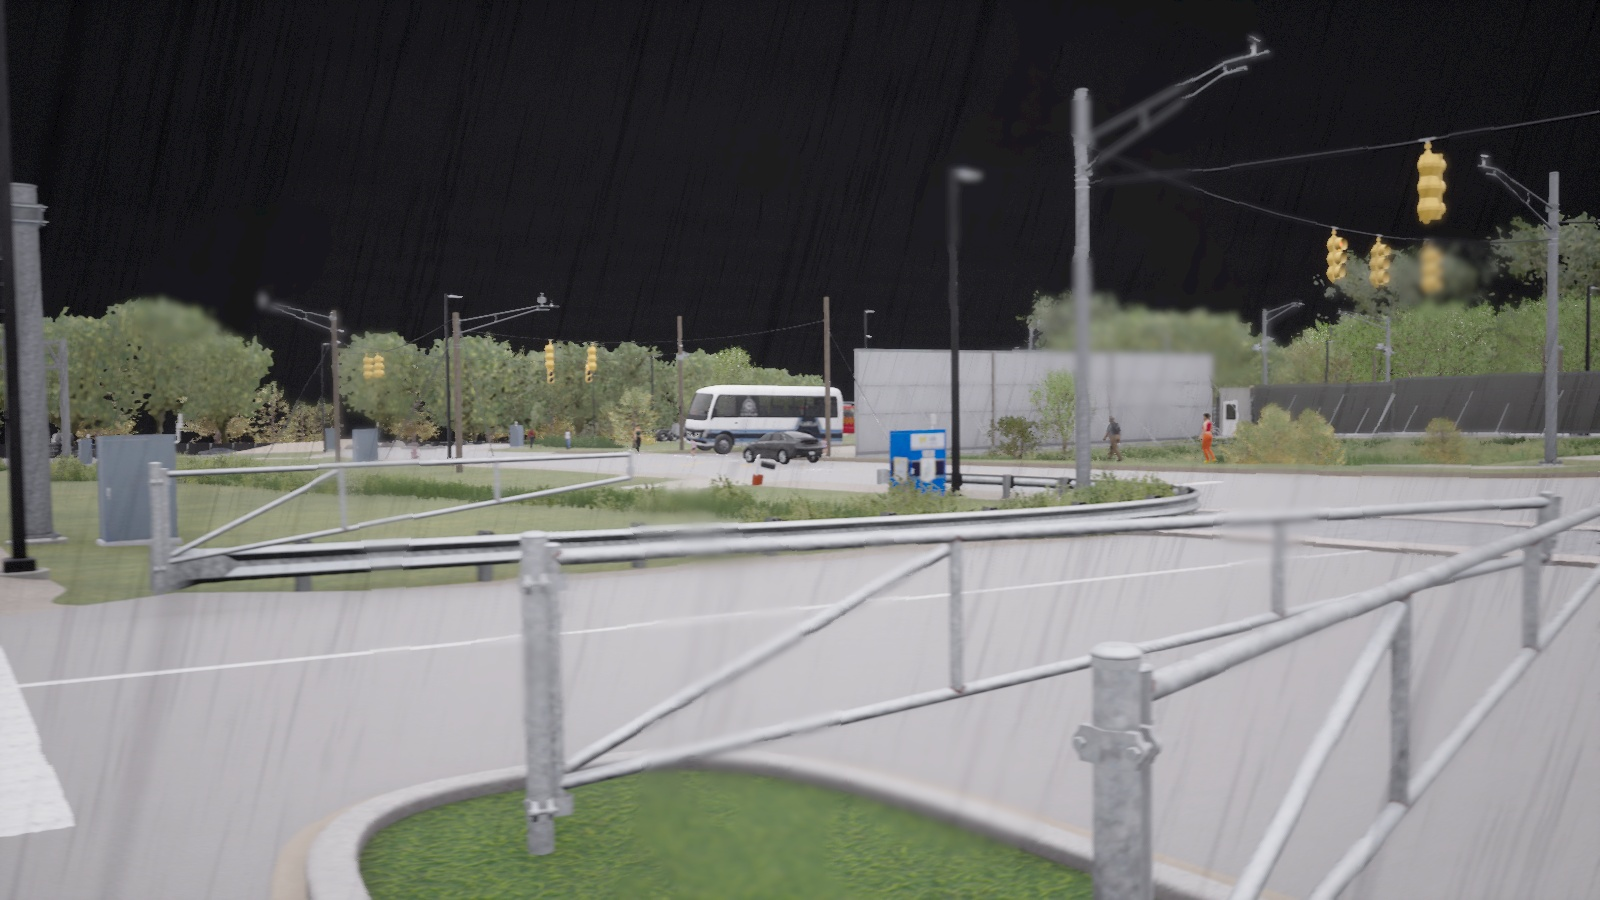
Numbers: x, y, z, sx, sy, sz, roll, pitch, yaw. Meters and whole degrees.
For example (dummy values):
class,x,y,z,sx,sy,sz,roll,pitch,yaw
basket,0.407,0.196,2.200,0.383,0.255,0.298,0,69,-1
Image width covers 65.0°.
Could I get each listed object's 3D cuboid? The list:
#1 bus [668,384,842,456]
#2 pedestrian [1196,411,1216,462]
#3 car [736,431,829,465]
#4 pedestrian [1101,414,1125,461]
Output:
class,x,y,z,sx,sy,sz,roll,pitch,yaw
bus,-2.827,-1.943,79.907,10.273,4.253,3.944,-1,4,-29
pedestrian,14.662,-0.499,45.303,0.345,1.836,0.594,-3,3,-37
car,-0.870,-0.116,58.487,1.837,1.490,4.892,-3,2,-35
pedestrian,12.421,-0.492,49.834,0.540,1.848,0.694,-3,3,-34
